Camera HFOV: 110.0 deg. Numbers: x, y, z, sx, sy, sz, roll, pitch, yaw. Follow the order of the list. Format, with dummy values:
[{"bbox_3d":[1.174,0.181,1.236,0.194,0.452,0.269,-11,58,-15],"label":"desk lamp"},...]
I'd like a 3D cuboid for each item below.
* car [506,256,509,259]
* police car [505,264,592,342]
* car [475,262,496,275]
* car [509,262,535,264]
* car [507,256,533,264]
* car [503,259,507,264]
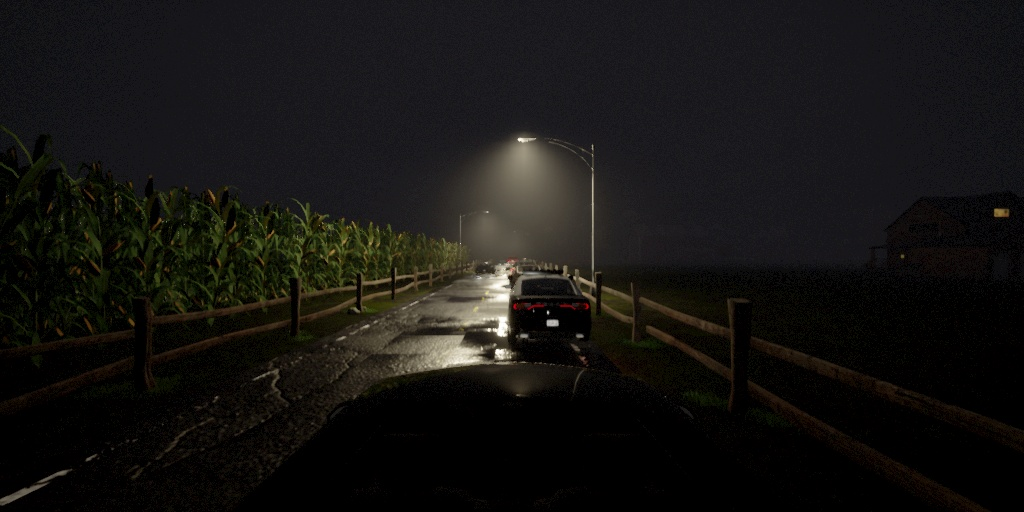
[{"bbox_3d":[0.110,1.008,64.691,2.150,2.045,5.566,0,0,0],"label":"car"},{"bbox_3d":[0.837,1.172,9.940,1.930,1.638,5.238,0,0,0],"label":"police car"},{"bbox_3d":[-2.787,1.303,38.063,1.994,1.385,4.181,0,0,0],"label":"car"},{"bbox_3d":[0.855,1.248,19.830,1.837,1.490,4.892,0,0,0],"label":"car"},{"bbox_3d":[0.865,1.092,25.800,2.097,1.767,4.553,0,0,0],"label":"car"},{"bbox_3d":[0.125,1.355,48.134,1.895,1.301,4.718,0,0,1],"label":"car"}]
